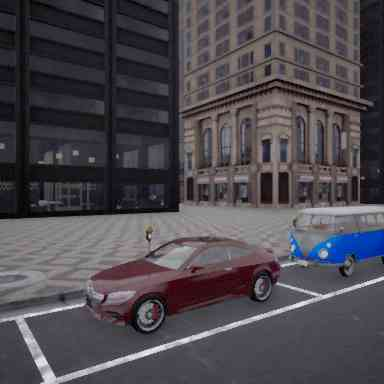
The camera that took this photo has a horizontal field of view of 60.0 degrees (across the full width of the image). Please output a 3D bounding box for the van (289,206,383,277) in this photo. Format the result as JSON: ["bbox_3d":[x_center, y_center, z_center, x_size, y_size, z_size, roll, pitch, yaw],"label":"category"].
[{"bbox_3d":[4.611,1.341,9.940,3.998,1.788,1.690,0,0,-35],"label":"van"}]

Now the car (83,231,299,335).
[{"bbox_3d":[0.019,1.581,6.664,4.206,1.307,1.802,0,0,-35],"label":"car"}]
